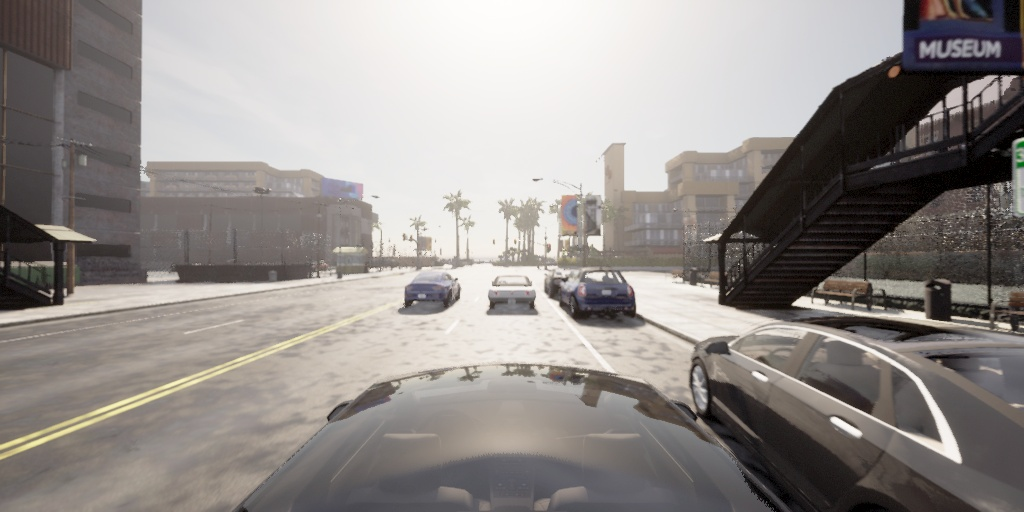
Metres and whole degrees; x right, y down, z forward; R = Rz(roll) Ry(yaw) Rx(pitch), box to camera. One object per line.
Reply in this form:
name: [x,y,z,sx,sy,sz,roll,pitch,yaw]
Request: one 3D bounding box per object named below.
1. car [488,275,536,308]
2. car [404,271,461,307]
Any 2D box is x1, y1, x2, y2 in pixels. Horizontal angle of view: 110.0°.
car: [0.003,1.481,15.949,1.895,1.301,4.718,0,0,0]
car: [-3.493,1.409,16.225,1.812,1.442,4.674,0,0,0]
